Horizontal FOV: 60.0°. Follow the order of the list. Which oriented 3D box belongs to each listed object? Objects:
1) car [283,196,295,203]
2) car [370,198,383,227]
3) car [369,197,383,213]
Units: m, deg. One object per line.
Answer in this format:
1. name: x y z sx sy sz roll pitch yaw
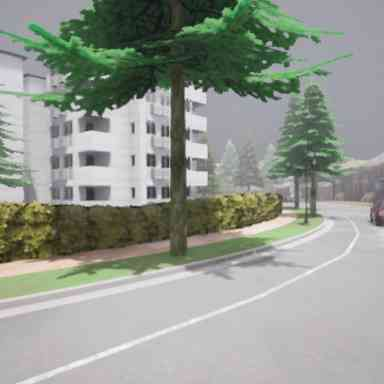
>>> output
1. car: 18.420 1.417 62.540 1.994 1.385 4.181 0 0 1
2. car: 12.962 1.257 21.584 2.097 1.767 4.553 0 0 22
3. car: 20.221 1.341 34.122 2.128 1.511 4.902 0 0 8
